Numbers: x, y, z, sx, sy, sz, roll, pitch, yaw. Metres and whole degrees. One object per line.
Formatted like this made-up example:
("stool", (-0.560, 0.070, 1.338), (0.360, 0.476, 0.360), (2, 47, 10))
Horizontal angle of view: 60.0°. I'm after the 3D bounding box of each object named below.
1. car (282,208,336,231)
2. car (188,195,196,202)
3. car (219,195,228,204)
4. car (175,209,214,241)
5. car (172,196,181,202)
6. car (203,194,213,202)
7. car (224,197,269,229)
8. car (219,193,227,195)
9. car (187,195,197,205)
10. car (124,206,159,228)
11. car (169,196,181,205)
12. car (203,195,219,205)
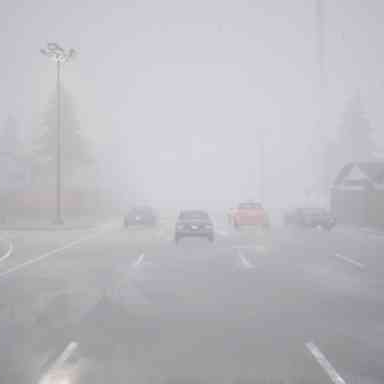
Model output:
("car", (7.096, 1.654, 20.739), (1.895, 1.301, 4.718), (0, 0, 0))
("car", (-0.015, 1.518, 74.802), (1.882, 1.535, 5.008), (0, 0, 0))
("car", (6.987, 1.732, 65.861), (1.994, 1.385, 4.181), (0, 0, 0))
("car", (0.097, 1.591, 16.936), (2.033, 1.411, 5.357), (0, 0, 0))
("car", (-3.515, 1.564, 74.802), (1.812, 1.442, 4.674), (0, 0, 0))
("car", (3.485, 1.395, 74.773), (2.097, 1.767, 4.553), (0, 0, 0))
("car", (3.596, 1.409, 22.020), (2.097, 1.767, 4.553), (0, 0, 0))
("car", (6.985, 1.335, 75.665), (2.150, 2.045, 5.566), (0, 0, 0))
("car", (-0.013, 1.713, 64.383), (2.033, 1.411, 5.357), (0, 0, 0))
("car", (-3.405, 1.623, 22.951), (1.994, 1.385, 4.181), (0, 0, 0))
("car", (-3.513, 1.713, 64.382), (2.033, 1.411, 5.357), (0, 0, 0))
("car", (3.487, 1.518, 64.769), (2.097, 1.767, 4.553), (0, 0, 0))
